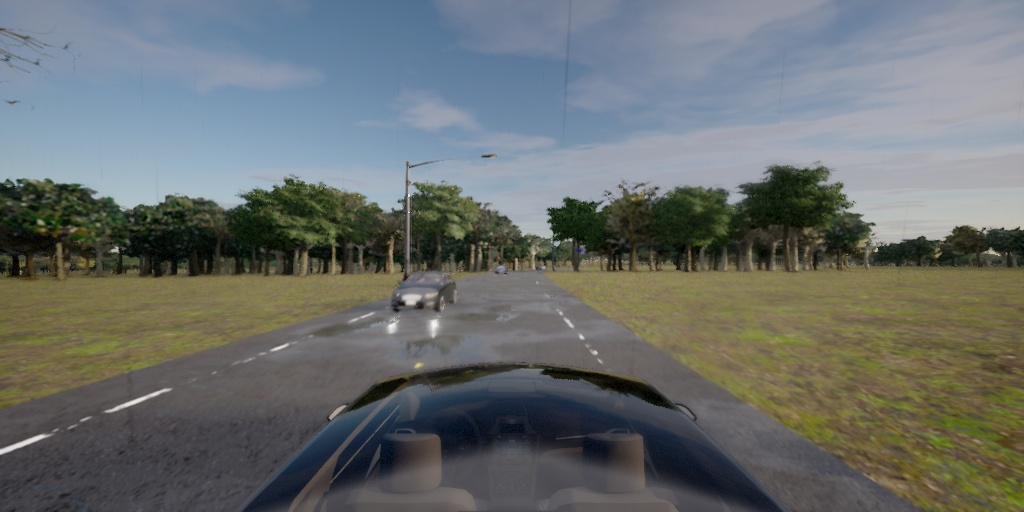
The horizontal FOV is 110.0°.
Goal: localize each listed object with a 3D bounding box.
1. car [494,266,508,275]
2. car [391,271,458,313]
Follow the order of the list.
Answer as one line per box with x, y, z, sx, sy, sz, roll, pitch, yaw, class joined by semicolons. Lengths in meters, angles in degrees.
-1.700;2.241;57.250;1.812;1.442;4.674;0;-1;4;car
-3.479;1.398;14.946;2.128;1.511;4.902;0;-1;1;car
